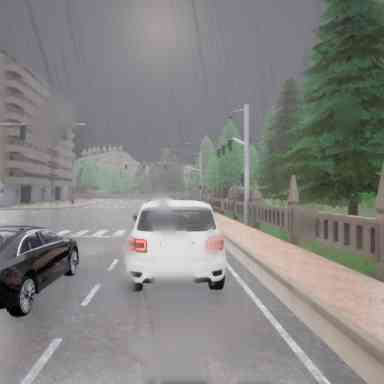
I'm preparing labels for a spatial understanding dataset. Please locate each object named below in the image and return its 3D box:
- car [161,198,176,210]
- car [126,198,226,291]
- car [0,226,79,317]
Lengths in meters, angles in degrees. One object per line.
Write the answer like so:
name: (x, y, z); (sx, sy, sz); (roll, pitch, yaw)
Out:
car: (-3.136, 1.526, 44.406); (1.812, 1.442, 4.674); (0, 0, -4)
car: (-0.473, 1.221, 9.169); (2.150, 2.045, 5.566); (0, 0, -4)
car: (-3.966, 1.492, 7.390); (2.128, 1.511, 4.902); (0, 0, -3)
